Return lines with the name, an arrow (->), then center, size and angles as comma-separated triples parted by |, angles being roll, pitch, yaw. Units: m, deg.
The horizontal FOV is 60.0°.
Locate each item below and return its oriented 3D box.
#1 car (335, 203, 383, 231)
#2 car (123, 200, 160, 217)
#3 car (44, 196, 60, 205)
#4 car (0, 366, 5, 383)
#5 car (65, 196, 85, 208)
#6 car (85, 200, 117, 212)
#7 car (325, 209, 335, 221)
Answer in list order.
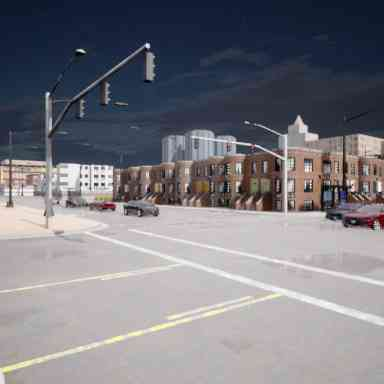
car -> 11.401, 1.468, 20.797 | 5.008, 1.535, 1.882 | 0, 0, -36
car -> -4.847, 1.498, 31.338 | 1.837, 1.490, 4.892 | 0, 0, -36
car -> -25.175, 1.498, 59.640 | 2.128, 1.511, 4.902 | 0, 0, -36
car -> -3.770, 1.223, 1.078 | 5.566, 2.045, 2.150 | 0, 0, -35
car -> -16.469, 1.346, 47.438 | 2.097, 1.767, 4.553 | 0, 0, -36
car -> -10.633, 1.595, 39.348 | 1.895, 1.301, 4.718 | 0, 0, -36
car -> 12.674, 1.536, 26.016 | 5.357, 1.411, 2.033 | 0, 0, -36
